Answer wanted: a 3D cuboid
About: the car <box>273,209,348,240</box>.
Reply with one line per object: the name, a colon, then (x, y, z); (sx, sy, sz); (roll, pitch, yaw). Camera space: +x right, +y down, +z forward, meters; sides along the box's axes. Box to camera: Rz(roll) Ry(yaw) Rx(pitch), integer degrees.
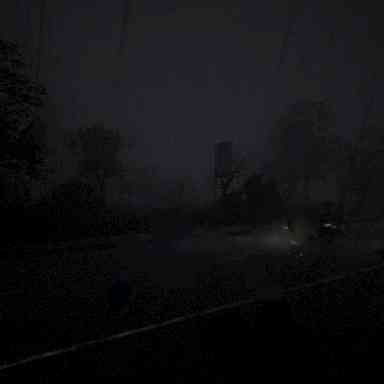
car: (6.077, 1.553, 16.926); (4.181, 1.385, 1.994); (0, 0, -35)
